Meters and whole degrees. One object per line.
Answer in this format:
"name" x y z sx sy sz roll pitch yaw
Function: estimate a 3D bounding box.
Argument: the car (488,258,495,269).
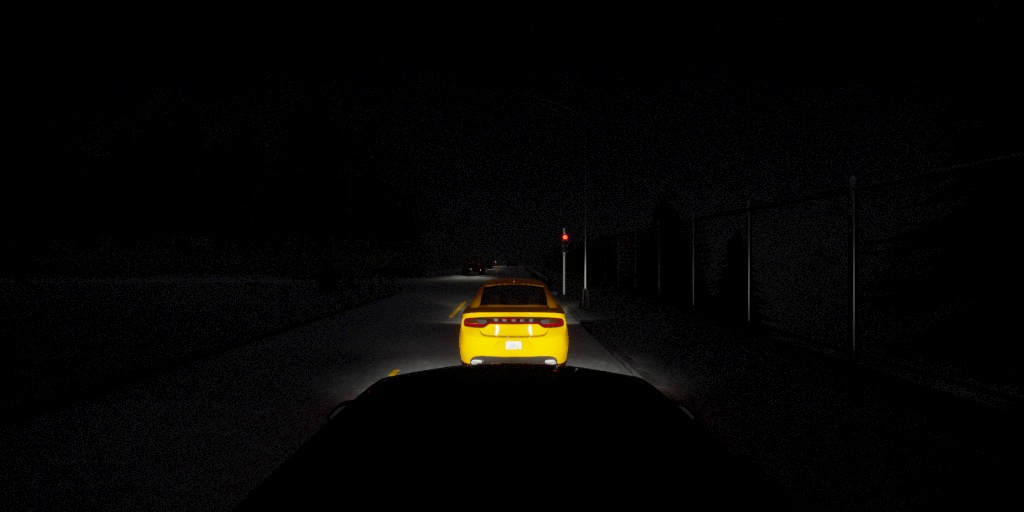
"car" -4.086 1.254 56.469 1.837 1.490 4.892 0 0 0

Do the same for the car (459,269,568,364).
"car" 0.047 1.228 8.009 1.882 1.535 5.008 0 0 0

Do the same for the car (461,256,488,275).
"car" -4.098 0.972 38.490 2.150 2.045 5.566 0 0 0

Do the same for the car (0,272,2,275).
"car" -48.083 1.297 31.190 5.357 1.411 2.033 0 0 1

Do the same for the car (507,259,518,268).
"car" 0.092 1.275 63.525 1.812 1.442 4.674 0 0 0
